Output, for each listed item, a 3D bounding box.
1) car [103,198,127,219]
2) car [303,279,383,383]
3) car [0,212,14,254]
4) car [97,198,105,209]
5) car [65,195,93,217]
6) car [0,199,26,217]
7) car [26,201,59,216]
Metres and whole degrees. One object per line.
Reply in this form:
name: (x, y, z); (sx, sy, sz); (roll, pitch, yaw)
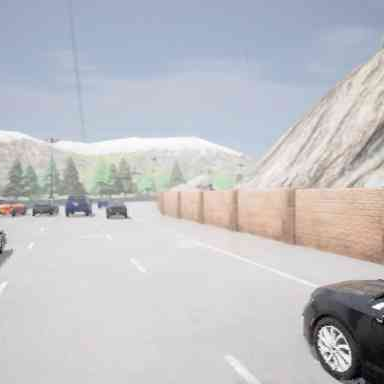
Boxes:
car: (-7.125, 1.627, 31.132); (1.837, 1.490, 4.892); (0, 0, -16)
car: (3.077, 1.500, 2.963); (1.837, 1.490, 4.892); (0, 0, -21)
car: (-7.313, 1.610, 10.628); (2.033, 1.411, 5.357); (0, 0, -21)
car: (-12.621, 1.678, 49.906); (1.882, 1.535, 5.008); (0, 0, 3)
car: (-11.479, 1.365, 33.959); (2.150, 2.045, 5.566); (0, -1, -12)
car: (-18.488, 1.532, 33.842); (2.097, 1.767, 4.553); (0, 0, -11)
car: (-15.043, 1.658, 34.409); (2.128, 1.511, 4.902); (0, 0, -12)
